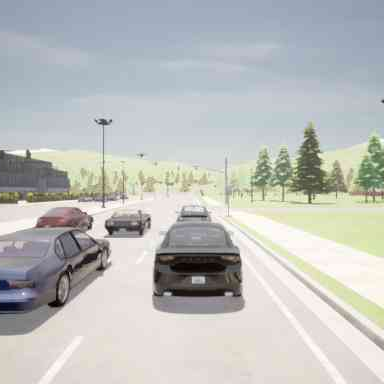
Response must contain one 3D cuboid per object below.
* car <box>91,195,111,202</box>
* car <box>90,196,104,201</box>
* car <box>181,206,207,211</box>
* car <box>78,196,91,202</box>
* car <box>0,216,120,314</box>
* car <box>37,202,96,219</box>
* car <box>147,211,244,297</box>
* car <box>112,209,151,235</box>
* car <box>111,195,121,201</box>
[{"bbox_3d":[-19.624,1.500,71.965,1.837,1.490,4.892,0,0,0],"label":"car"},{"bbox_3d":[-23.104,1.595,81.146,1.895,1.301,4.718,0,0,0],"label":"car"},{"bbox_3d":[0.104,1.492,18.394,2.128,1.511,4.902,0,0,0],"label":"car"},{"bbox_3d":[-23.124,1.595,71.905,1.895,1.301,4.718,0,0,0],"label":"car"},{"bbox_3d":[-3.402,1.547,7.878,2.033,1.411,5.357,0,0,0],"label":"car"},{"bbox_3d":[-6.945,1.525,18.465,1.812,1.442,4.674,0,0,0],"label":"car"},{"bbox_3d":[0.123,1.478,8.640,1.882,1.535,5.008,0,0,0],"label":"car"},{"bbox_3d":[-3.439,1.601,18.805,1.895,1.301,4.718,0,0,0],"label":"car"},{"bbox_3d":[-19.603,1.478,81.422,1.882,1.535,5.008,0,0,0],"label":"car"}]
